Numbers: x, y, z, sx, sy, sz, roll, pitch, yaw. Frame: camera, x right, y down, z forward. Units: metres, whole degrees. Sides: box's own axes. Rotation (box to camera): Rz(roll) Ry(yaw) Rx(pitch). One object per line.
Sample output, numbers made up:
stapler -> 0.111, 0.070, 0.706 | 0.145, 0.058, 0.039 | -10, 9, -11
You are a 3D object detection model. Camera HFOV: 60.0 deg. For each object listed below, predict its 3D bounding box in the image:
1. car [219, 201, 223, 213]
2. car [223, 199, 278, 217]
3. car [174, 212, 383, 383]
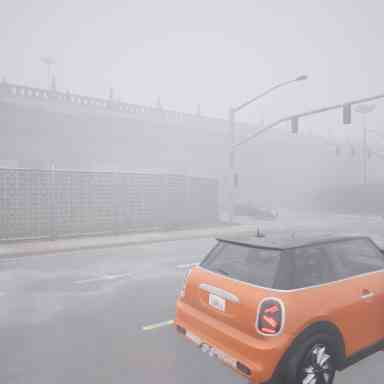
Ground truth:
car -> 4.685, 1.533, 35.462 | 1.882, 1.535, 5.008 | 0, 1, -35
car -> 5.227, 1.547, 28.428 | 2.128, 1.511, 4.902 | 0, 0, -32
car -> 2.045, 1.352, 5.245 | 4.553, 1.767, 2.097 | 0, 0, -35
